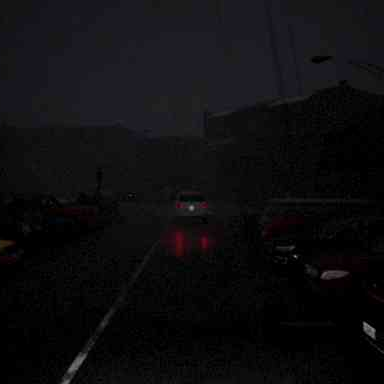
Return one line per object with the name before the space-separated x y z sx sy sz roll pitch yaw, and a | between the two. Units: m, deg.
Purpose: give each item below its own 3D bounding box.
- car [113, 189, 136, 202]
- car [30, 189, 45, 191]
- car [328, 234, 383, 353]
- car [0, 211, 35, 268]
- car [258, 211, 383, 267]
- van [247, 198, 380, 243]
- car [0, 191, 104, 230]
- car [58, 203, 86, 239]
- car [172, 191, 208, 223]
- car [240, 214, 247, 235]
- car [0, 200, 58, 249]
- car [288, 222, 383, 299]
car | -8.686 0.331 39.973 4.181 1.385 1.994 3 5 41
car | -19.071 0.426 41.415 5.008 1.535 1.882 -1 3 15
car | 4.646 1.469 4.182 4.892 1.521 2.231 0 0 0
car | -7.490 1.451 9.065 5.366 1.575 1.946 0 0 0
car | 4.662 1.453 9.642 4.892 1.521 2.231 0 0 0
van | 4.540 1.212 12.435 4.442 1.987 1.878 0 1 0
car | -7.642 1.102 17.777 5.566 2.045 2.435 0 1 0
car | -7.677 1.410 14.837 5.008 1.535 2.097 0 1 0
car | -0.192 0.930 23.290 2.150 2.045 5.566 0 3 -4
car | 4.652 1.404 15.244 4.892 1.521 2.231 0 1 0
car | -7.643 1.315 12.006 4.553 1.767 2.185 0 0 0
car | 4.656 1.500 6.852 4.674 1.452 2.002 0 0 0
